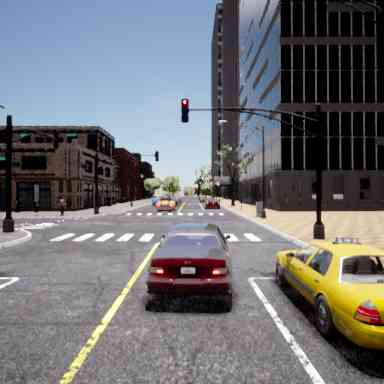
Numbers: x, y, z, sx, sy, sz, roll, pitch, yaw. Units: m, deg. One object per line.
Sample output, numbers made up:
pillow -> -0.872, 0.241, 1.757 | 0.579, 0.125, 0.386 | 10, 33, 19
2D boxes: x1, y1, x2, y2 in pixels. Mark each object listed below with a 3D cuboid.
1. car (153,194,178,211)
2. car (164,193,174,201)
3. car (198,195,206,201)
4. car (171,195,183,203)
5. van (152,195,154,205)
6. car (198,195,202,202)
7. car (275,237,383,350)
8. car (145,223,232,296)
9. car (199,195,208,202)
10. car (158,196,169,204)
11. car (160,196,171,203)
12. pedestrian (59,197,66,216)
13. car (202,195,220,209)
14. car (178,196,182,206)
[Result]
car -> -3.106, 1.346, 40.144 | 2.097, 1.767, 4.553 | 0, 0, 0
car -> -5.696, 1.304, 82.915 | 2.192, 1.841, 5.009 | 1, 0, 0
car -> 2.679, 1.533, 88.441 | 1.887, 1.381, 4.507 | 1, 0, 0
car -> -3.021, 1.499, 68.648 | 2.128, 1.511, 4.902 | 0, 0, 0
van -> -5.690, 1.333, 55.243 | 1.690, 1.788, 3.998 | 1, 0, 0
car -> 2.684, 1.515, 72.007 | 1.752, 1.417, 4.829 | 1, 0, 0
car -> 2.837, 1.524, 6.384 | 1.752, 1.417, 4.829 | 1, 0, 0
car -> 0.073, 1.545, 8.834 | 2.033, 1.411, 5.357 | 0, 0, 3
car -> 2.682, 1.514, 77.541 | 1.752, 1.417, 4.829 | 1, 0, 0
car -> -5.696, 1.572, 66.312 | 1.802, 1.307, 4.206 | 1, 0, 0
car -> -5.697, 1.556, 71.846 | 1.947, 1.339, 4.313 | 1, 0, 0
pedestrian -> -12.552, 1.352, 32.152 | 0.375, 1.860, 0.375 | 0, 0, 1
car -> 2.692, 1.433, 44.162 | 1.967, 1.590, 4.097 | 1, 0, 0
car -> -3.100, 1.592, 53.143 | 1.895, 1.301, 4.718 | 0, 0, 0
